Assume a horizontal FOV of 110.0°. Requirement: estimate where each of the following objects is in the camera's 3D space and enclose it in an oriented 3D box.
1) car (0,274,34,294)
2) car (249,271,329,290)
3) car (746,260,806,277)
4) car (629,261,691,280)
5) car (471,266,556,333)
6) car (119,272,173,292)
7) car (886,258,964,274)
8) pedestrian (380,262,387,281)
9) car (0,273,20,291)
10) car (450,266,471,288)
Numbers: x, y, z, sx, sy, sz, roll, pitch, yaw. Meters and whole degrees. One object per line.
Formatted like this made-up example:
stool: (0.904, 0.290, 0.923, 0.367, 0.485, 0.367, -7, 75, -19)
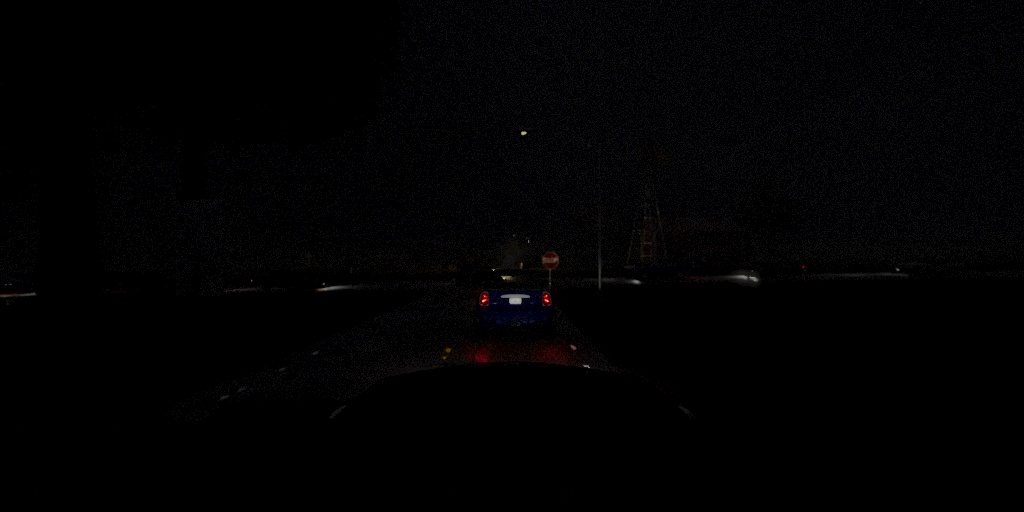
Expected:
car: (-40.645, 2.193, 28.049, 5.008, 1.535, 1.882, -1, 1, 1)
car: (-17.328, 1.843, 27.948, 5.357, 1.411, 2.033, -1, 1, 0)
car: (22.567, 1.059, 30.743, 4.181, 1.385, 1.994, -1, 1, 0)
car: (12.614, 1.172, 30.776, 5.008, 1.535, 1.882, -1, 1, 0)
car: (0.086, 1.172, 11.146, 2.097, 1.767, 4.553, 0, 0, 0)
car: (-27.619, 1.976, 27.987, 4.902, 1.511, 2.128, -1, 1, 0)
car: (35.243, 0.836, 30.688, 4.718, 1.301, 1.895, -1, 1, 0)
pedestrian: (-12.196, 1.463, 33.898, 0.375, 1.860, 0.375, 0, 2, 0)
car: (-46.115, 2.288, 30.931, 4.892, 1.490, 1.837, -1, 1, 2)
car: (-2.869, 1.464, 26.369, 1.837, 1.490, 4.892, 3, -1, -33)
